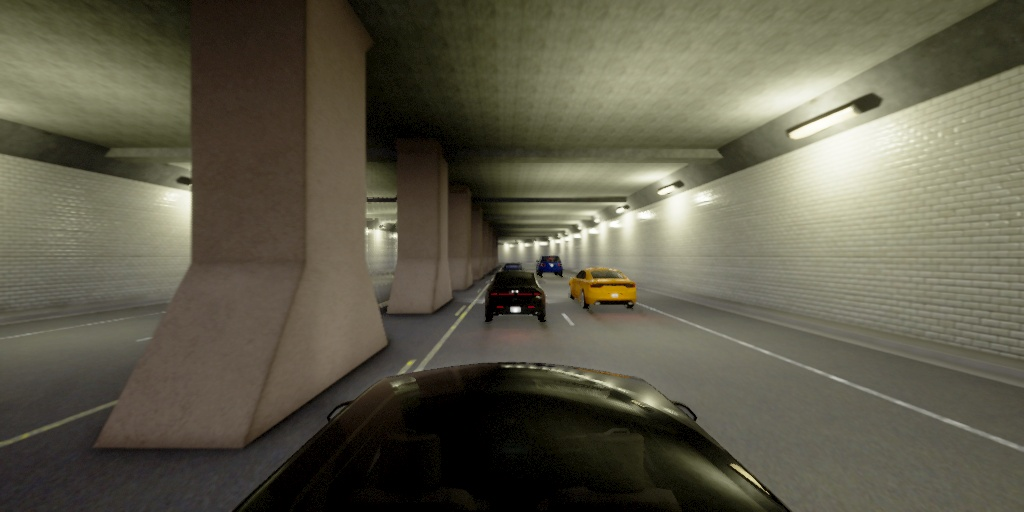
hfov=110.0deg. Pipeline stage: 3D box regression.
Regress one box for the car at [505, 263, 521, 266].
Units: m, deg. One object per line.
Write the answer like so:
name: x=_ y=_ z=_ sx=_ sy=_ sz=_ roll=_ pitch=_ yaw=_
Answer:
car: x=0.101 y=1.285 z=30.408 sx=2.033 sy=1.411 sz=5.357 roll=0 pitch=0 yaw=0

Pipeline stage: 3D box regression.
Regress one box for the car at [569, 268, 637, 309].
car: x=3.600 y=1.222 z=15.018 sx=1.882 sy=1.535 sz=5.008 roll=0 pitch=0 yaw=0

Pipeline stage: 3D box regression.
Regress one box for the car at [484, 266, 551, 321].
car: x=0.100 y=1.250 z=12.443 sx=1.837 sy=1.490 sz=4.892 roll=0 pitch=0 yaw=0

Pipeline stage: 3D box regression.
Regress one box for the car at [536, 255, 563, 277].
car: x=3.601 y=0.957 z=35.030 sx=2.150 sy=2.045 sz=5.566 roll=0 pitch=0 yaw=0
